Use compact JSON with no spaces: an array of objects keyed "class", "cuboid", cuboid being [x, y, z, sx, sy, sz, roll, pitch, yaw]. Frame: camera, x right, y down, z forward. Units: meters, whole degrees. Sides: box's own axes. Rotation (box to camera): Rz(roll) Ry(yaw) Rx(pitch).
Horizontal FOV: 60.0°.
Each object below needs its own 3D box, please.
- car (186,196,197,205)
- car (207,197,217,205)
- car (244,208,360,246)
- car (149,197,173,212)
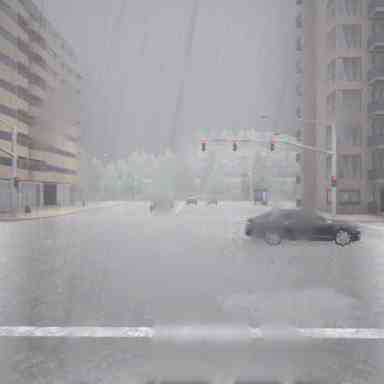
[{"class":"car","cuboid":[-0.044,1.526,60.052,1.812,1.442,4.674,0,0,0]},{"class":"car","cuboid":[3.700,1.547,60.823,2.033,1.411,5.357,0,0,4]},{"class":"car","cuboid":[4.770,1.505,14.628,4.892,1.490,1.837,0,0,1]},{"class":"car","cuboid":[-3.627,1.352,38.321,2.097,1.767,4.553,0,0,0]}]
